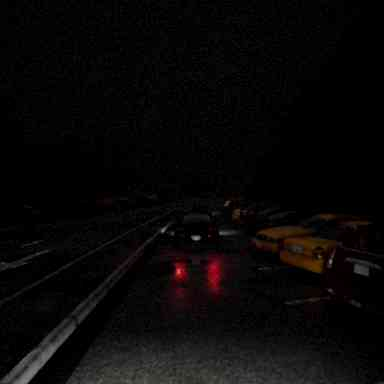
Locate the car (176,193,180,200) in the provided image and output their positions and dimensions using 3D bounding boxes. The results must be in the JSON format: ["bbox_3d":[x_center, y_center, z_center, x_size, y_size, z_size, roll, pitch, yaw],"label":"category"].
[{"bbox_3d":[-6.643,1.537,92.063,5.008,1.535,2.097,-1,0,-14],"label":"car"}]

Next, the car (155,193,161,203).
[{"bbox_3d":[-9.445,1.275,65.130,5.566,2.045,2.435,-1,0,-14],"label":"car"}]

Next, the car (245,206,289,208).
[{"bbox_3d":[5.075,1.524,15.155,4.674,1.452,2.002,1,0,-18],"label":"car"}]

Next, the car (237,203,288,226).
[{"bbox_3d":[5.173,1.525,18.114,4.674,1.452,2.002,1,0,-18],"label":"car"}]

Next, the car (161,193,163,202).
[{"bbox_3d":[-9.114,1.527,68.131,5.008,1.535,2.097,-1,0,-14],"label":"car"}]

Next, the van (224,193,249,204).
[{"bbox_3d":[8.791,1.267,65.399,4.442,1.987,1.878,1,0,-14],"label":"van"}]

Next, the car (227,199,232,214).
[{"bbox_3d":[5.608,1.485,24.088,5.366,1.575,1.946,1,0,-17],"label":"car"}]

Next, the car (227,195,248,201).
[{"bbox_3d":[5.617,1.361,26.993,4.553,1.767,2.185,1,0,-17],"label":"car"}]

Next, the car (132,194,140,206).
[{"bbox_3d":[-11.096,1.519,50.112,5.366,1.575,1.946,-1,0,-15],"label":"car"}]

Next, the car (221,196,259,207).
[{"bbox_3d":[7.240,1.486,50.580,5.366,1.575,1.946,1,0,-14],"label":"car"}]

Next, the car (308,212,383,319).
[{"bbox_3d":[4.850,1.356,6.263,4.553,1.767,2.185,1,0,-19],"label":"car"}]

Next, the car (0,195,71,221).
[{"bbox_3d":[-12.738,1.248,26.091,5.566,2.045,2.435,-1,0,-17],"label":"car"}]

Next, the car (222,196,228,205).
[{"bbox_3d":[6.182,1.518,35.869,4.792,1.488,2.163,1,0,-16],"label":"car"}]

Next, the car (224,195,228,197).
[{"bbox_3d":[6.606,1.489,41.765,5.008,1.535,2.097,1,0,-15],"label":"car"}]

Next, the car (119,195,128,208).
[{"bbox_3d":[-11.459,1.516,44.157,4.892,1.521,2.231,-1,0,-15],"label":"car"}]

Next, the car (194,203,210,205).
[{"bbox_3d":[0.903,1.628,29.765,1.895,1.301,4.718,0,0,3],"label":"car"}]

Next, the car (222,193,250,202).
[{"bbox_3d":[9.829,1.246,74.327,5.566,2.045,2.435,1,0,-14],"label":"car"}]

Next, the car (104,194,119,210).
[{"bbox_3d":[-11.705,1.386,41.147,4.553,1.767,2.185,-1,0,-16],"label":"car"}]

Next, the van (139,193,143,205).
[{"bbox_3d":[-10.517,1.293,53.197,4.442,1.987,1.878,-1,0,-14],"label":"van"}]

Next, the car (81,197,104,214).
[{"bbox_3d":[-12.189,1.507,35.119,5.008,1.535,2.097,-1,0,-16],"label":"car"}]

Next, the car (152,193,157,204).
[{"bbox_3d":[-9.724,1.525,62.152,5.008,1.535,2.097,-1,0,-14],"label":"car"}]

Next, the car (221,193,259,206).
[{"bbox_3d":[7.736,1.240,53.599,5.566,2.045,2.435,1,0,-14],"label":"car"}]

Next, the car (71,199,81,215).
[{"bbox_3d":[-12.596,1.502,29.095,5.008,1.535,2.097,-1,0,-17],"label":"car"}]

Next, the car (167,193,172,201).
[{"bbox_3d":[-8.174,1.279,77.113,5.566,2.045,2.435,-1,0,-14],"label":"car"}]

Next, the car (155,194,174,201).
[{"bbox_3d":[-7.241,1.409,86.075,4.553,1.767,2.185,-1,0,-14],"label":"car"}]

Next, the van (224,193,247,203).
[{"bbox_3d":[9.387,1.269,71.325,4.442,1.987,1.878,1,0,-14],"label":"van"}]

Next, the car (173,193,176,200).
[{"bbox_3d":[-7.560,1.282,83.095,5.566,2.045,2.435,-1,0,-14],"label":"car"}]

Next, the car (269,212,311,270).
[{"bbox_3d":[5.105,1.482,9.293,5.366,1.575,1.946,1,0,-19],"label":"car"}]

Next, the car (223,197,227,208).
[{"bbox_3d":[5.749,1.486,29.946,5.008,1.535,2.097,1,0,-16],"label":"car"}]

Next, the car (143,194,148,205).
[{"bbox_3d":[-10.355,1.552,56.152,4.792,1.488,2.163,-1,0,-14],"label":"car"}]

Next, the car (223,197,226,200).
[{"bbox_3d":[5.915,1.517,32.887,4.792,1.488,2.163,1,0,-16],"label":"car"}]

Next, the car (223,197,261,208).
[{"bbox_3d":[7.132,1.491,47.675,4.892,1.521,2.231,1,0,-15],"label":"car"}]

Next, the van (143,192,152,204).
[{"bbox_3d":[-9.917,1.296,59.192,4.442,1.987,1.878,-1,0,-14],"label":"van"}]

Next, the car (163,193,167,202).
[{"bbox_3d":[-8.835,1.277,71.108,5.566,2.045,2.435,-1,0,-14],"label":"car"}]

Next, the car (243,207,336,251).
[{"bbox_3d":[4.822,1.478,12.131,5.366,1.575,1.946,1,0,-18],"label":"car"}]

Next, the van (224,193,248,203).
[{"bbox_3d":[9.089,1.268,68.363,4.442,1.987,1.878,1,0,-14],"label":"van"}]

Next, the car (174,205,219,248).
[{"bbox_3d":[0.225,1.537,14.699,1.812,1.442,4.674,0,0,2],"label":"car"}]

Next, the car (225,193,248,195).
[{"bbox_3d":[6.841,1.364,44.712,4.553,1.767,2.185,1,0,-15],"label":"car"}]

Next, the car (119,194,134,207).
[{"bbox_3d":[-11.210,1.517,47.166,5.008,1.535,2.097,-1,0,-15],"label":"car"}]

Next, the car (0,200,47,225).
[{"bbox_3d":[-12.908,1.537,23.055,4.674,1.452,2.002,-1,0,-18],"label":"car"}]

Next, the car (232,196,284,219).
[{"bbox_3d":[5.267,1.359,21.066,4.553,1.767,2.185,1,0,-17],"label":"car"}]
